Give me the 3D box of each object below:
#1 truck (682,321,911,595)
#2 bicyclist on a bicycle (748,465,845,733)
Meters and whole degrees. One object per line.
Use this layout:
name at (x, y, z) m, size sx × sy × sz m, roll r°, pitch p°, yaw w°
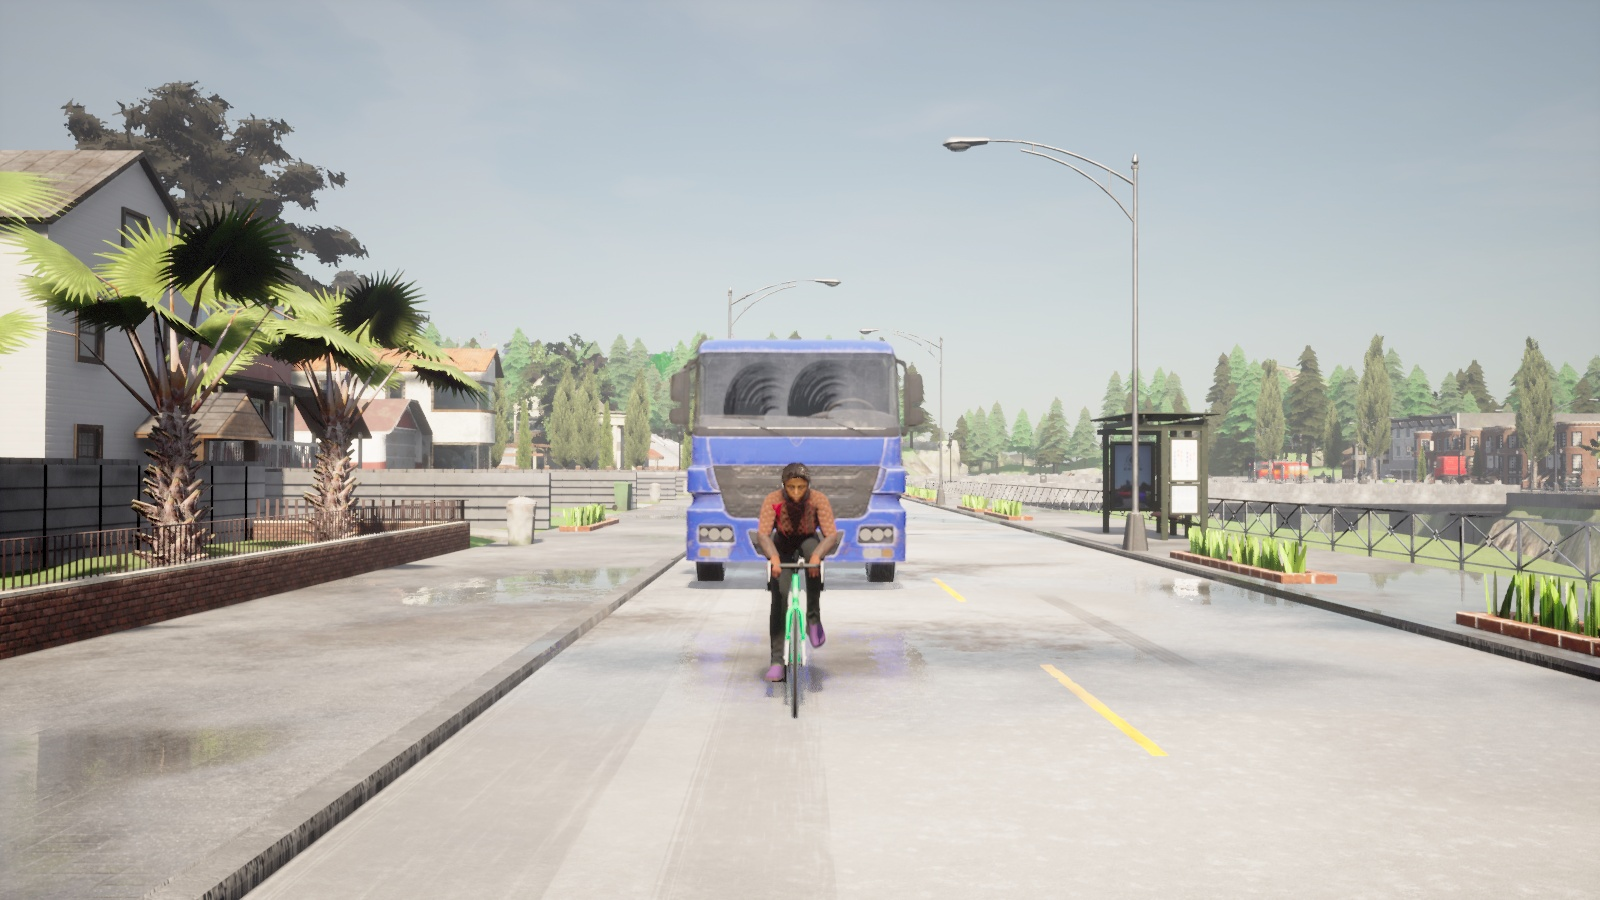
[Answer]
truck at (-0.054, 0.166, 19.916) m, size 2.891 × 3.462 × 7.936 m, roll 0°, pitch -1°, yaw 0°
bicyclist on a bicycle at (-0.022, 0.909, 8.424) m, size 0.582 × 1.620 × 1.656 m, roll 0°, pitch -1°, yaw 0°
